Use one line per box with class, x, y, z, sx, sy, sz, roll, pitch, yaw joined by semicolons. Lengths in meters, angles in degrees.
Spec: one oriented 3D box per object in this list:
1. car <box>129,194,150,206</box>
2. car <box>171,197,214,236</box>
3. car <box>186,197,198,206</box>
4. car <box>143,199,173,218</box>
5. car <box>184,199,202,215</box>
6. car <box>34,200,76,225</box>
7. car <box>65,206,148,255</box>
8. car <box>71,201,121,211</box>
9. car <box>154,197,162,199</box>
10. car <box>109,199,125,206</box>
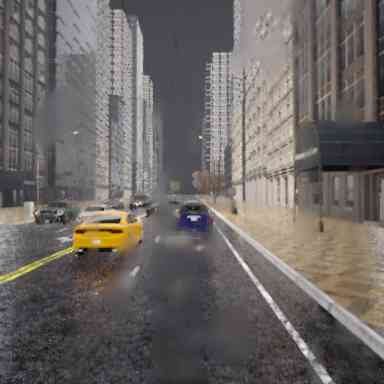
car;-6.591;1.333;42.866;2.150;2.045;5.566;0;0;0
car;0.093;1.408;19.154;2.097;1.767;4.553;0;0;0
car;0.018;1.651;60.613;2.128;1.511;4.902;0;0;0
car;-3.155;1.646;31.756;1.994;1.385;4.181;0;0;0
car;0.096;1.573;36.775;1.882;1.535;5.008;0;0;0
car;-9.851;1.416;24.827;2.097;1.767;4.553;0;0;0
car;-3.155;1.535;13.460;1.882;1.535;5.008;0;-1;0
car;-6.602;1.599;23.328;1.812;1.442;4.674;0;0;0
car;-6.507;1.666;63.321;2.128;1.511;4.902;0;0;0
car;-9.842;1.602;42.547;2.128;1.511;4.902;0;0;0
